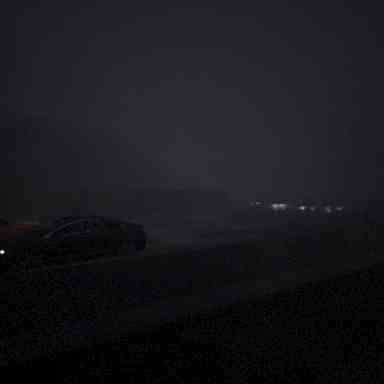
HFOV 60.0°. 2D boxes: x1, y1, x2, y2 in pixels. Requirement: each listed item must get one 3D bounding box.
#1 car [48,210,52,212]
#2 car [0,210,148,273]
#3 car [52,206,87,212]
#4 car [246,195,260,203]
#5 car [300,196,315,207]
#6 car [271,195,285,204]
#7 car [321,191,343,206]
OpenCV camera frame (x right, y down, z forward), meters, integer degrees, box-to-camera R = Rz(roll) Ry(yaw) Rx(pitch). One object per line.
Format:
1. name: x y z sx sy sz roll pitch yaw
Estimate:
1. car: -7.818 1.519 11.499 5.008 1.535 1.882 -1 0 -37
2. car: -3.711 1.499 10.291 4.902 1.511 2.128 -1 0 -39
3. car: -7.856 1.581 20.481 4.181 1.385 1.994 -1 0 -43
4. car: 11.633 1.266 63.850 2.033 1.411 5.357 -1 0 0
5. car: 16.123 1.274 46.547 2.033 1.411 5.357 0 0 16
6. car: 14.556 1.205 56.319 2.128 1.511 4.902 0 0 8
7. car: 20.026 0.911 47.756 2.150 2.045 5.566 0 0 13
